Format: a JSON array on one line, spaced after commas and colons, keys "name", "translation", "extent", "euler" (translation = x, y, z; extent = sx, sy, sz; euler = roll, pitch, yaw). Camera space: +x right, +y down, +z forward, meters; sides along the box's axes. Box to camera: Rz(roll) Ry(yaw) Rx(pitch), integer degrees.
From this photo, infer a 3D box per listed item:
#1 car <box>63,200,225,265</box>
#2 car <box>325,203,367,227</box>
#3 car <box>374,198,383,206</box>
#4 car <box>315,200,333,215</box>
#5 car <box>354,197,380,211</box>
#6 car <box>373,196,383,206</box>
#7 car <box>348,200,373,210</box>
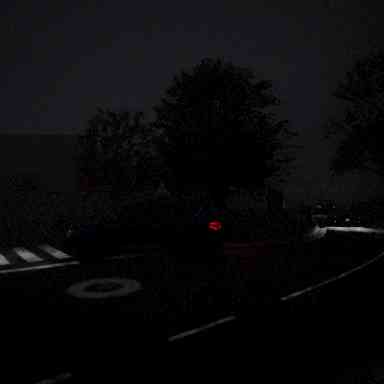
[{"name": "car", "translation": [-1.637, 1.345, 11.911], "extent": [5.566, 2.045, 2.150], "euler": [-1, 0, 1]}, {"name": "car", "translation": [10.992, 1.697, 24.038], "extent": [1.994, 1.385, 4.181], "euler": [0, -1, 19]}, {"name": "car", "translation": [40.770, 2.125, 68.852], "extent": [2.097, 1.535, 5.008], "euler": [0, -1, -36]}, {"name": "car", "translation": [15.259, 1.655, 37.951], "extent": [2.097, 1.767, 4.553], "euler": [0, -1, 18]}, {"name": "car", "translation": [24.330, 1.906, 47.224], "extent": [5.008, 1.535, 1.882], "euler": [1, -2, -41]}, {"name": "car", "translation": [36.187, 1.850, 65.546], "extent": [2.435, 2.045, 5.566], "euler": [0, -1, -36]}, {"name": "car", "translation": [27.097, 2.076, 53.428], "extent": [4.181, 1.385, 1.994], "euler": [1, -1, -36]}]
